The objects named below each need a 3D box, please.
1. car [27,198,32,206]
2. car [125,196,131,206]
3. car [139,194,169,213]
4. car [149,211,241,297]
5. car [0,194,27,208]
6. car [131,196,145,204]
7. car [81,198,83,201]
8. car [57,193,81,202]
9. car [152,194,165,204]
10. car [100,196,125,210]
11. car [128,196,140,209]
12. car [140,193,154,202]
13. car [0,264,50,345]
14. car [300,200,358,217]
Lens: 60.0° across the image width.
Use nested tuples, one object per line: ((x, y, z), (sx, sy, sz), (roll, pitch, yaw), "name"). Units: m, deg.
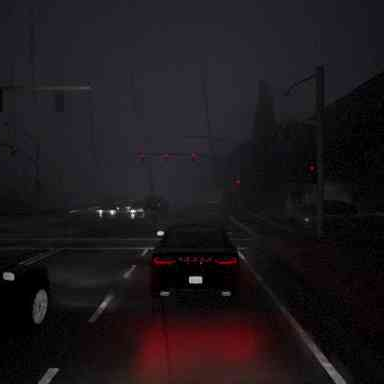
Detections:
((-24.888, 1.156, 46.985), (3.866, 1.878, 1.905), (0, 0, 0), "car")
((-10.513, 1.352, 53.077), (2.097, 1.767, 4.553), (0, 0, 2), "car")
((-3.878, 1.352, 36.570), (2.097, 1.767, 4.553), (0, 0, 8), "car")
((0.070, 1.478, 8.635), (1.882, 1.535, 5.008), (0, 0, 0), "car")
((-24.946, 1.153, 44.090), (4.605, 1.855, 1.932), (0, 0, 0), "car")
((-10.211, 1.526, 63.223), (1.812, 1.442, 4.674), (0, 0, 2), "car")
((-24.888, 1.395, 69.503), (3.806, 1.475, 1.970), (0, 0, 0), "car")
((-24.903, 1.156, 66.608), (3.866, 1.878, 1.905), (0, 0, 0), "car")
((-6.605, 1.352, 66.373), (2.097, 1.767, 4.553), (0, 0, 2), "car")
((-10.705, 1.505, 44.077), (1.837, 1.490, 4.892), (0, 0, 1), "car")
((-7.157, 1.601, 46.712), (1.895, 1.301, 4.718), (0, 0, 1), "car")
((-9.873, 1.200, 73.904), (2.150, 2.045, 5.566), (0, 0, 2), "car")
((-3.440, 1.478, 3.903), (1.882, 1.535, 5.008), (0, 0, 0), "car")
((12.661, 1.478, 30.894), (5.008, 1.535, 1.882), (0, 0, 0), "car")
